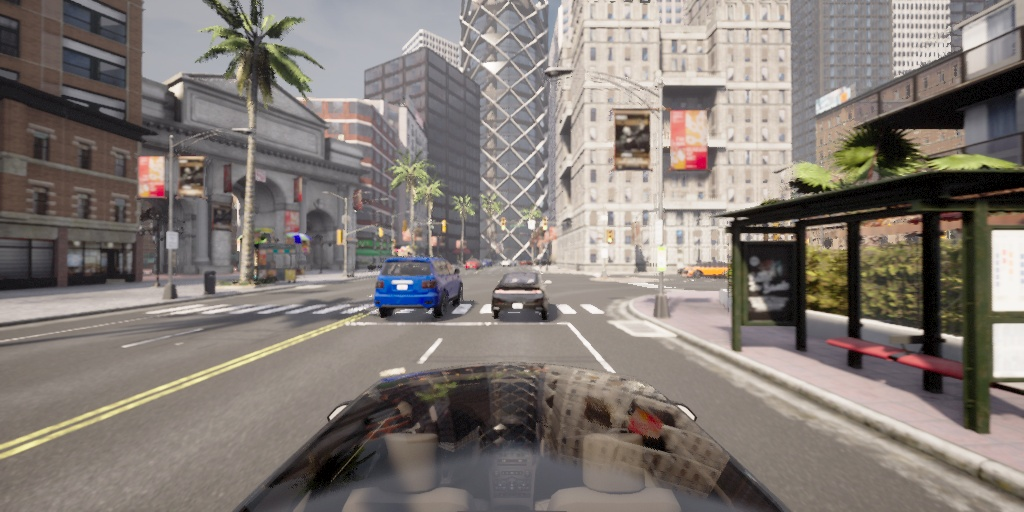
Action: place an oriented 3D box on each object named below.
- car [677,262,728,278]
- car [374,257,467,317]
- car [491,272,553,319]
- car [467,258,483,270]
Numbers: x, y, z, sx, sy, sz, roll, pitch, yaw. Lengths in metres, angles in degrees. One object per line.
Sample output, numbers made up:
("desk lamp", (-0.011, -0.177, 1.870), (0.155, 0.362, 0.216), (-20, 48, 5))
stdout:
("car", (20.165, 1.380, 37.221), (4.553, 1.767, 2.097), (0, 0, 0))
("car", (-3.341, 1.069, 13.804), (2.150, 2.045, 5.566), (0, 0, 1))
("car", (0.443, 1.334, 13.368), (2.128, 1.511, 4.902), (0, 0, 6))
("car", (-7.085, 1.464, 64.589), (2.150, 2.045, 5.566), (0, 0, 0))
